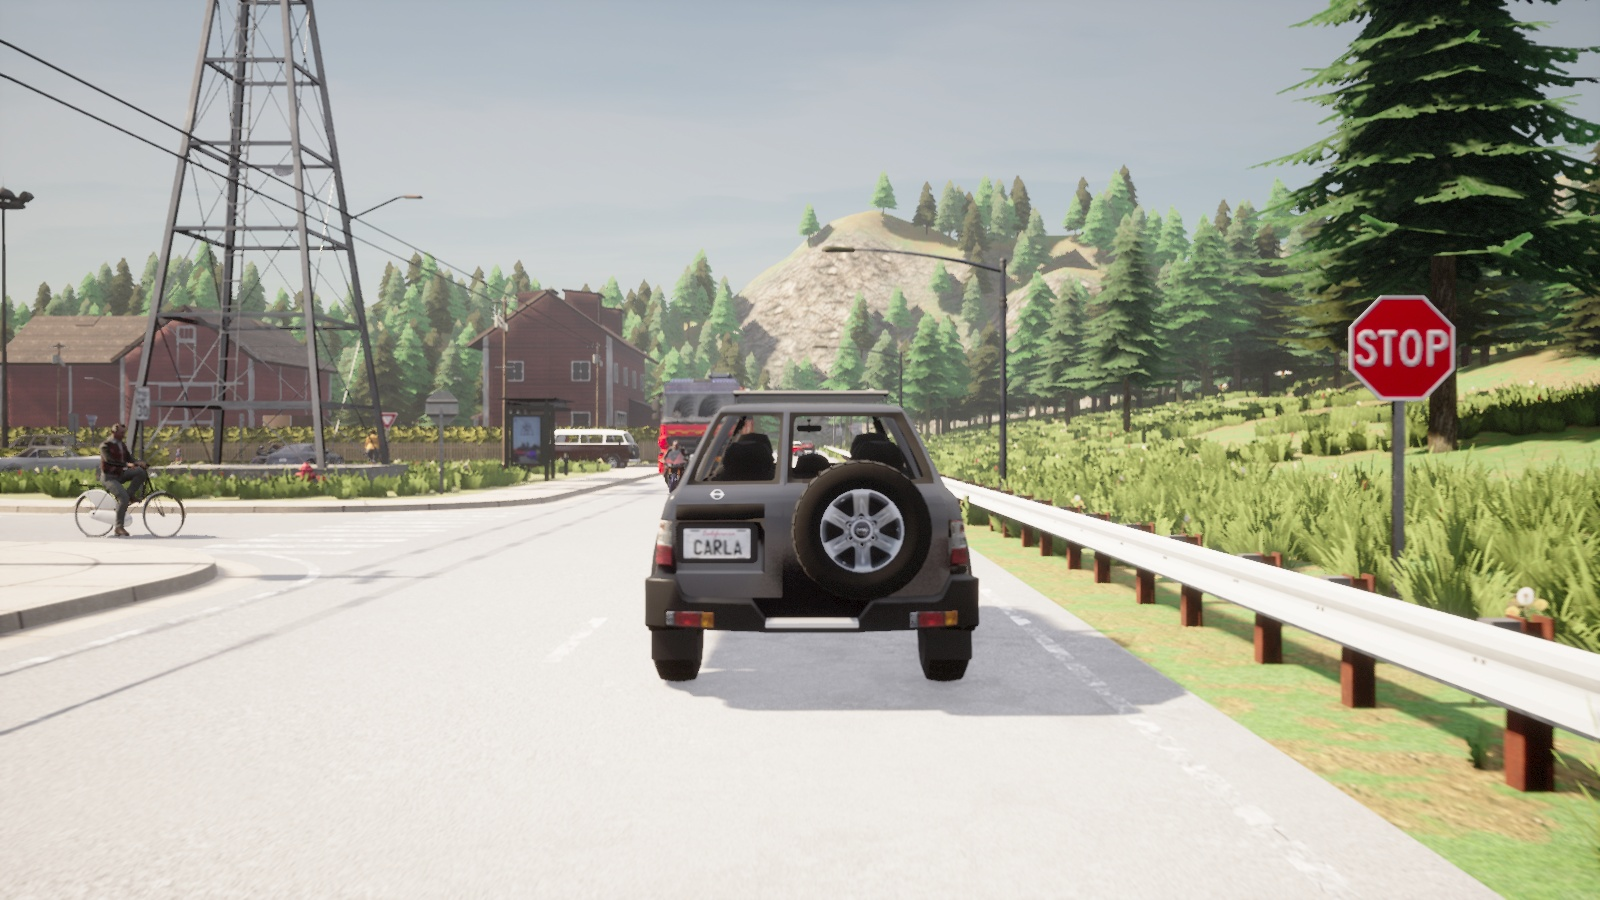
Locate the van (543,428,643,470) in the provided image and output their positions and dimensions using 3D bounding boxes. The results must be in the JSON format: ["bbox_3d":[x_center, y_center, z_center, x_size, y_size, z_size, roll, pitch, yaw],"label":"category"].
[{"bbox_3d":[-10.200,-0.044,62.020,4.480,2.038,2.069,0,0,6],"label":"van"}]

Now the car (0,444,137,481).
[{"bbox_3d":[-27.374,0.445,46.622,4.718,1.301,1.895,0,1,-22],"label":"car"}]

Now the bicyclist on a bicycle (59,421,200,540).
[{"bbox_3d":[-10.199,0.453,19.126,1.843,1.776,0.659,0,1,8],"label":"bicyclist on a bicycle"}]

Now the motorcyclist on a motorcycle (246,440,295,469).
[{"bbox_3d":[-27.728,0.223,65.769,2.191,1.530,0.866,0,0,0],"label":"motorcyclist on a motorcycle"}]

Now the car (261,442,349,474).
[{"bbox_3d":[-22.275,0.330,56.658,1.994,1.385,4.181,0,0,6],"label":"car"}]

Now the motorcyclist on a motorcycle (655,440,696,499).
[{"bbox_3d":[-3.295,0.506,33.466,0.866,1.530,2.191,0,0,0],"label":"motorcyclist on a motorcycle"}]

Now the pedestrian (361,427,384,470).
[{"bbox_3d":[-18.531,-0.054,54.485,0.874,1.855,0.900,0,0,-14],"label":"pedestrian"}]

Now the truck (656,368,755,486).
[{"bbox_3d":[-3.228,-0.788,45.081,2.891,3.827,8.468,0,0,0],"label":"truck"}]

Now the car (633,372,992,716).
[{"bbox_3d":[0.068,0.489,9.072,1.932,1.855,4.605,0,0,0],"label":"car"}]

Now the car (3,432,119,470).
[{"bbox_3d":[-36.584,0.026,62.271,4.605,1.855,1.932,0,0,0],"label":"car"}]
